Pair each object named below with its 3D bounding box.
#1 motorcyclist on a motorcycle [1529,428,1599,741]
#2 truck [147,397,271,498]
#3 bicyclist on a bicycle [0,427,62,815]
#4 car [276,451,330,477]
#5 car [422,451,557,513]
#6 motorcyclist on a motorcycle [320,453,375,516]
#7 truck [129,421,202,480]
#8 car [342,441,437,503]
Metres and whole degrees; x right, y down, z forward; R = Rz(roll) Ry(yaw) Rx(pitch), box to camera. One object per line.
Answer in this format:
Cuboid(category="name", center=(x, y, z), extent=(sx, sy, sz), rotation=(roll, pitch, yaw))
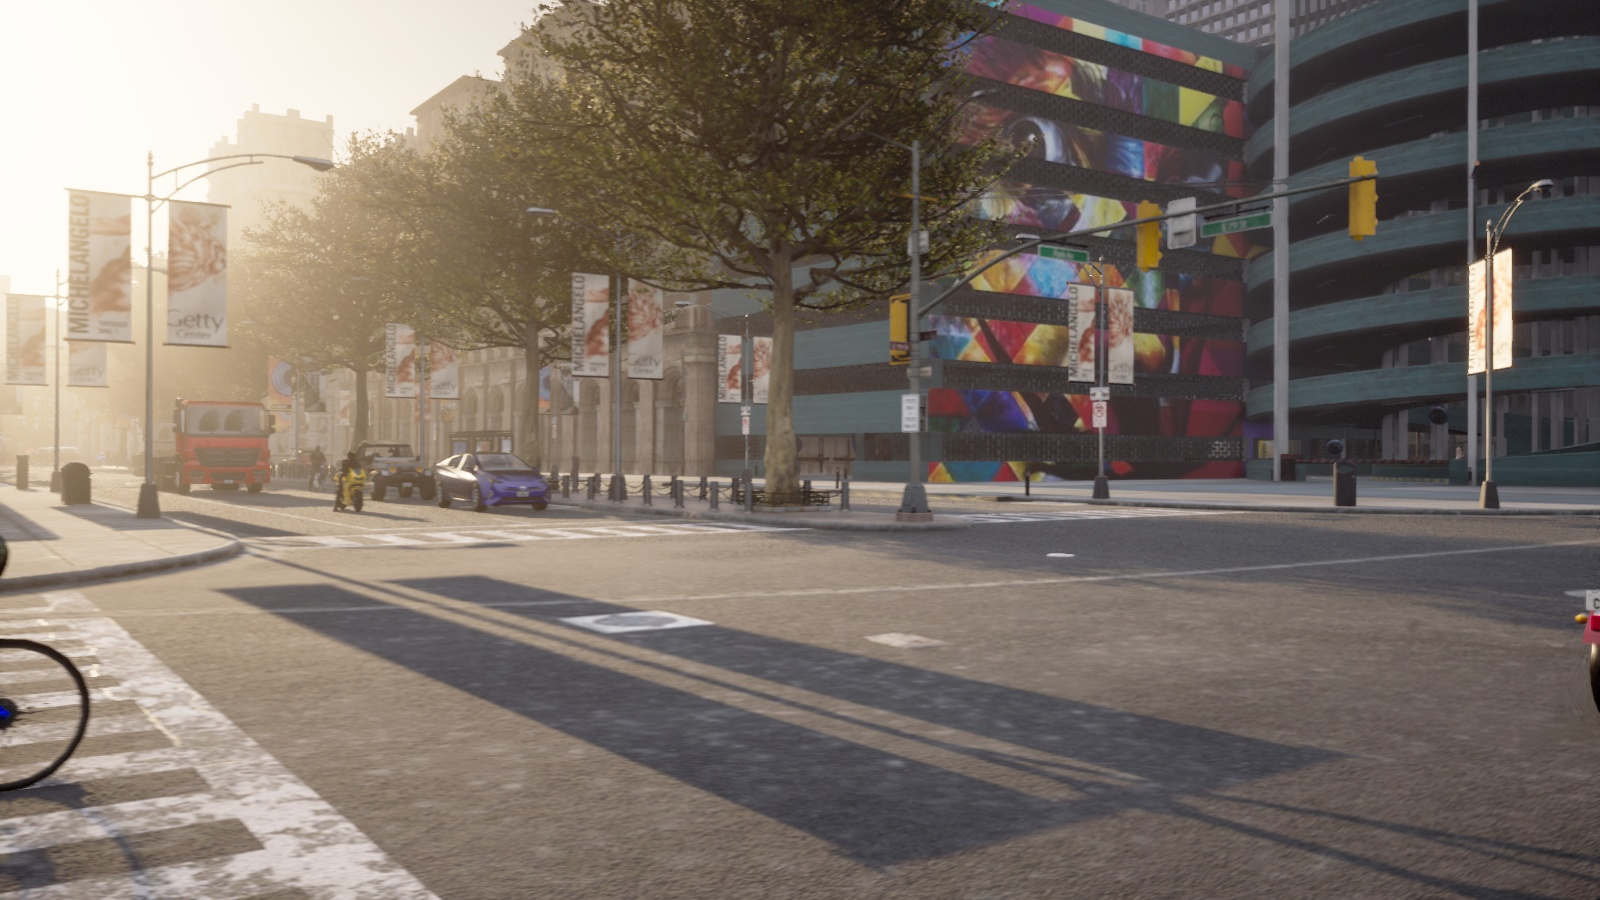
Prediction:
Cuboid(category="motorcyclist on a motorcycle", center=(5.201, 0.712, 7.279), extent=(2.350, 1.649, 0.766), rotation=(0, 0, -35))
Cuboid(category="truck", center=(-22.317, -0.063, 47.173), extent=(2.891, 3.462, 7.936), rotation=(0, 0, -35))
Cuboid(category="bicyclist on a bicycle", center=(-4.006, 0.718, 5.135), extent=(1.656, 1.620, 0.582), rotation=(0, 0, -35))
Cuboid(category="car", center=(-32.126, 0.881, 81.159), extent=(2.242, 1.667, 4.611), rotation=(0, 0, -35))
Cuboid(category="car", center=(-8.330, 0.806, 33.423), extent=(2.007, 1.525, 4.514), rotation=(0, 0, -35))
Cuboid(category="motorcyclist on a motorcycle", center=(-11.397, 0.839, 31.616), extent=(0.797, 1.523, 2.044), rotation=(0, 0, -35))
Cuboid(category="truck", center=(-38.985, 0.049, 77.008), extent=(2.891, 3.462, 7.936), rotation=(0, 0, -35))
Cuboid(category="car", center=(-13.205, 0.683, 40.291), extent=(1.905, 1.878, 3.866), rotation=(0, 0, -34))
